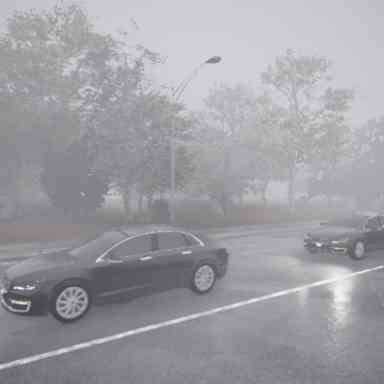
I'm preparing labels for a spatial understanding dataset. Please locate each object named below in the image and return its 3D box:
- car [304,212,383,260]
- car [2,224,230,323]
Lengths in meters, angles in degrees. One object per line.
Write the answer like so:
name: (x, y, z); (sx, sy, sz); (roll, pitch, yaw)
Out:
car: (6.289, 1.551, 12.697); (4.892, 1.490, 1.837); (0, 0, -35)
car: (-1.363, 1.516, 7.295); (4.892, 1.490, 1.837); (0, 0, -35)
